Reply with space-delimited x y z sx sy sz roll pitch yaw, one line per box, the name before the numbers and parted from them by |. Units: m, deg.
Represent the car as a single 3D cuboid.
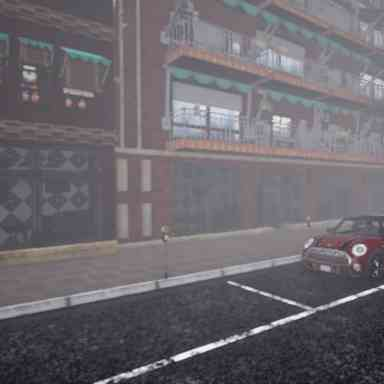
car | 5.053 1.437 9.718 4.097 1.590 1.967 0 -1 -35
